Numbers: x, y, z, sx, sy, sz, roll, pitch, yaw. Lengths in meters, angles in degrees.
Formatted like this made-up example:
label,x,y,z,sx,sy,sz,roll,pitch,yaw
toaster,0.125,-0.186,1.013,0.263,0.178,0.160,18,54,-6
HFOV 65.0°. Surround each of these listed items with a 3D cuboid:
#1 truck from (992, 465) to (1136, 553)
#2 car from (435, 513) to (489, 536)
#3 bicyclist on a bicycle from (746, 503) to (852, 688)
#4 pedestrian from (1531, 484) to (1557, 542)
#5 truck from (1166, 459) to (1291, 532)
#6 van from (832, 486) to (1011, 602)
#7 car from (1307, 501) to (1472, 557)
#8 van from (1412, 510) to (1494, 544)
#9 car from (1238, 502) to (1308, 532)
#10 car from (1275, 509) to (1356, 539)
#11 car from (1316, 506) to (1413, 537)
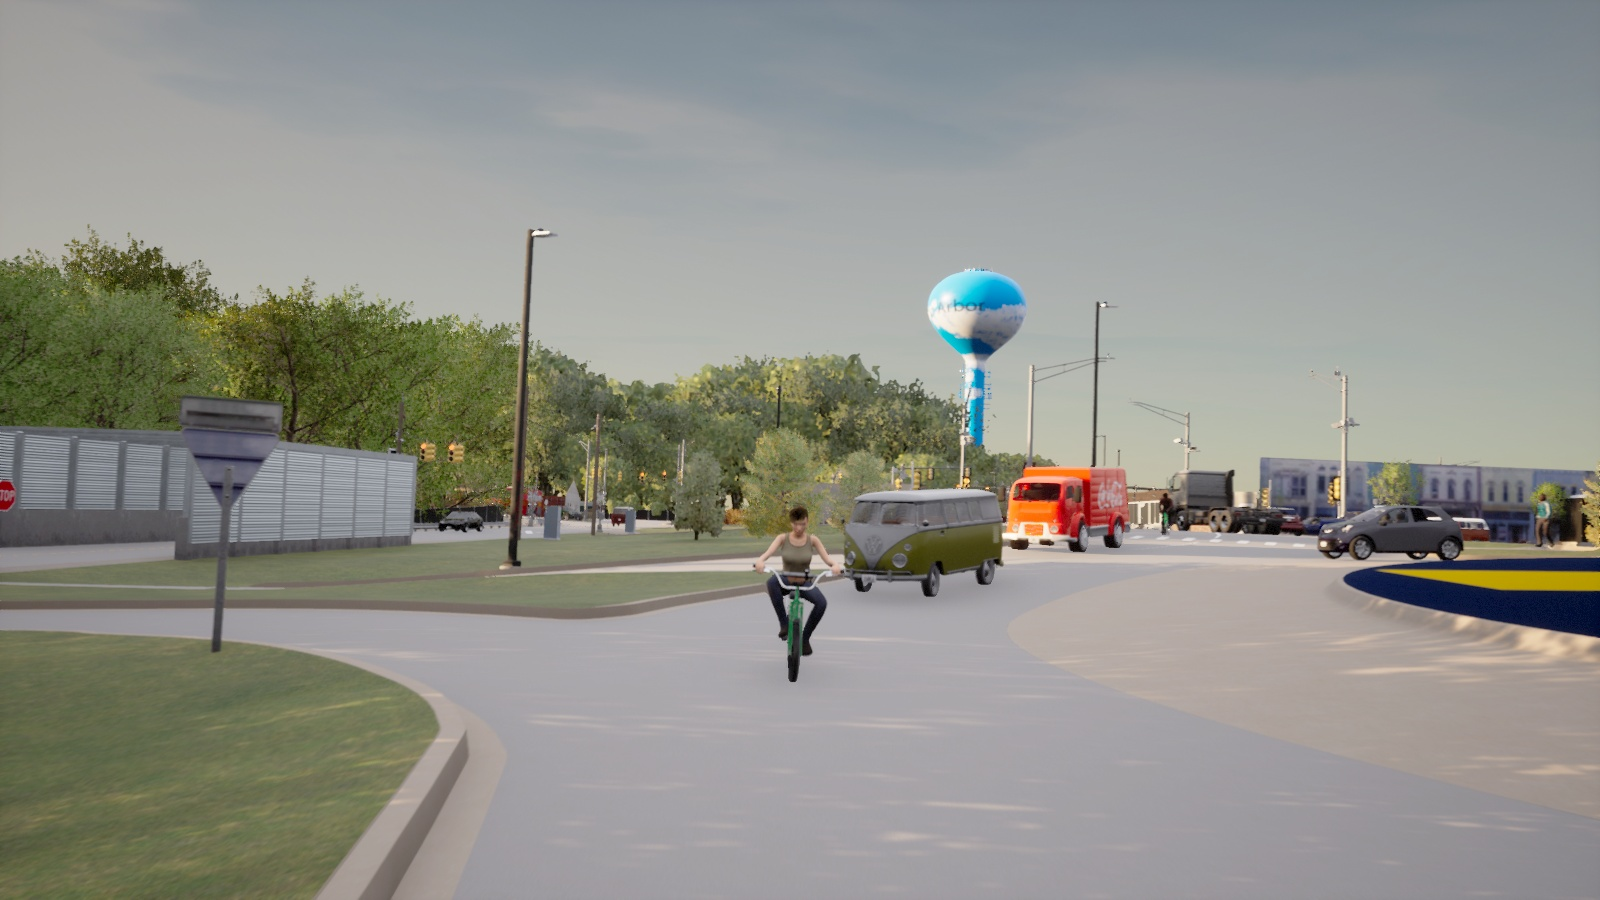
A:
label,x,y,z,sx,sy,sz,roll,pitch,yaw
truck,8.053,1.683,37.937,2.627,2.467,5.204,-1,-1,32
car,-24.031,5.273,89.488,2.163,1.488,4.792,1,-3,5
bicyclist on a bicycle,-0.041,1.339,11.989,0.866,1.612,1.509,3,-3,-2
pedestrian,24.889,2.111,42.030,0.692,1.930,0.396,3,-5,-22
truck,22.255,2.450,65.754,2.891,3.462,7.936,2,-3,-8
van,2.537,1.768,25.174,1.775,1.987,4.442,-1,0,32
car,16.124,2.170,34.476,3.633,1.501,1.845,0,-4,-6
van,43.831,5.200,84.351,4.480,2.038,2.069,2,-4,-1
car,25.231,3.577,67.104,1.970,1.475,3.806,2,-3,-6
car,34.560,4.970,84.296,4.553,1.767,2.097,2,-4,2
car,26.279,3.304,58.645,1.895,1.301,4.718,2,-3,-8
